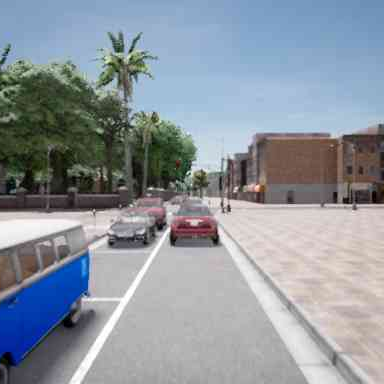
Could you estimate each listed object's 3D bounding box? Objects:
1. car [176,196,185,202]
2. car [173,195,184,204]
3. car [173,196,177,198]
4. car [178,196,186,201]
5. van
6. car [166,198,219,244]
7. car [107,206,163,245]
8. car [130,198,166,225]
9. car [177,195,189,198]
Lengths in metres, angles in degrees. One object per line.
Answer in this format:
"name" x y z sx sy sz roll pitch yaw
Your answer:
"car" -2.659 1.680 75.969 1.802 1.307 4.206 0 0 0
"car" -2.655 1.493 64.592 1.967 1.590 4.097 0 0 0
"car" -2.655 1.474 58.904 1.967 1.590 4.097 0 0 0
"car" -2.663 1.704 87.347 2.008 1.369 4.403 0 0 0
"van" -2.639 1.336 4.363 1.690 1.788 3.998 0 0 0
"car" 0.096 1.334 15.863 2.097 1.767 4.553 0 0 0
"car" -2.642 1.533 15.291 2.008 1.369 4.403 0 0 0
"car" -2.644 1.294 20.755 2.192 1.841 5.009 0 0 0
"car" 0.068 1.331 27.605 2.097 1.767 4.553 0 0 -1
